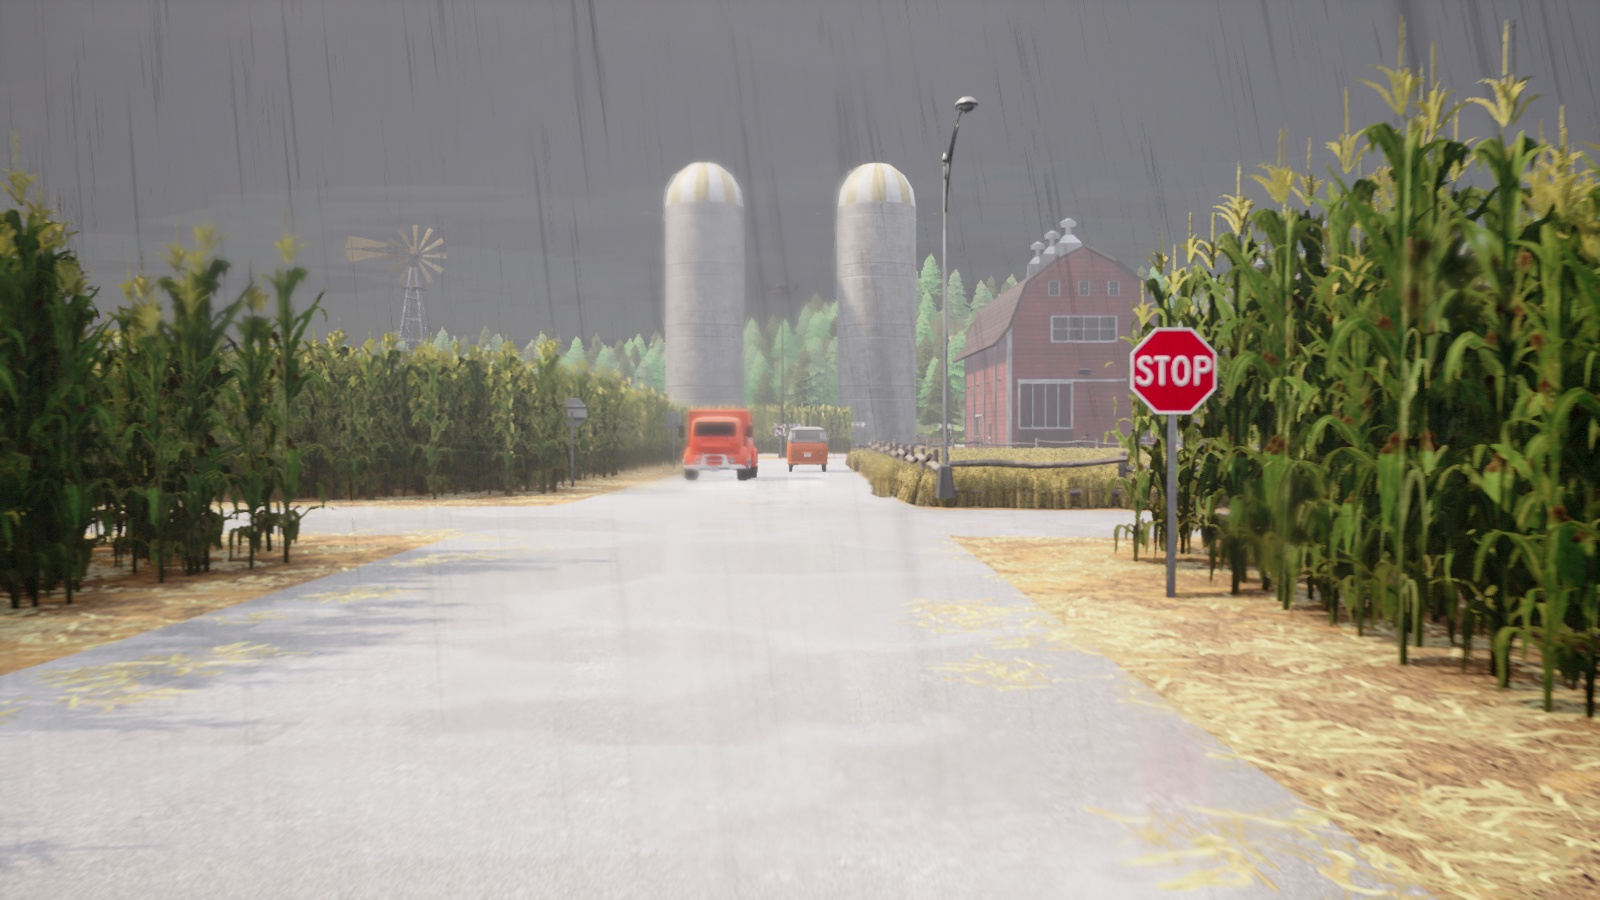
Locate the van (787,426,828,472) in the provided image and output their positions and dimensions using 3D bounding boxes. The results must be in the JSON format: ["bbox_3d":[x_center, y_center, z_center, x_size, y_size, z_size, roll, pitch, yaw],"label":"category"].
[{"bbox_3d":[0.333,-0.059,55.846,1.775,1.987,4.442,0,1,0],"label":"van"}]

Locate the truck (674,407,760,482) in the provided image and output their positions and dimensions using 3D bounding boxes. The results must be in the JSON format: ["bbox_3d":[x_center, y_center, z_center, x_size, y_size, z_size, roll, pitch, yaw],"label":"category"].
[{"bbox_3d":[-2.833,-0.202,44.222,2.627,2.467,5.204,0,0,0],"label":"truck"}]
